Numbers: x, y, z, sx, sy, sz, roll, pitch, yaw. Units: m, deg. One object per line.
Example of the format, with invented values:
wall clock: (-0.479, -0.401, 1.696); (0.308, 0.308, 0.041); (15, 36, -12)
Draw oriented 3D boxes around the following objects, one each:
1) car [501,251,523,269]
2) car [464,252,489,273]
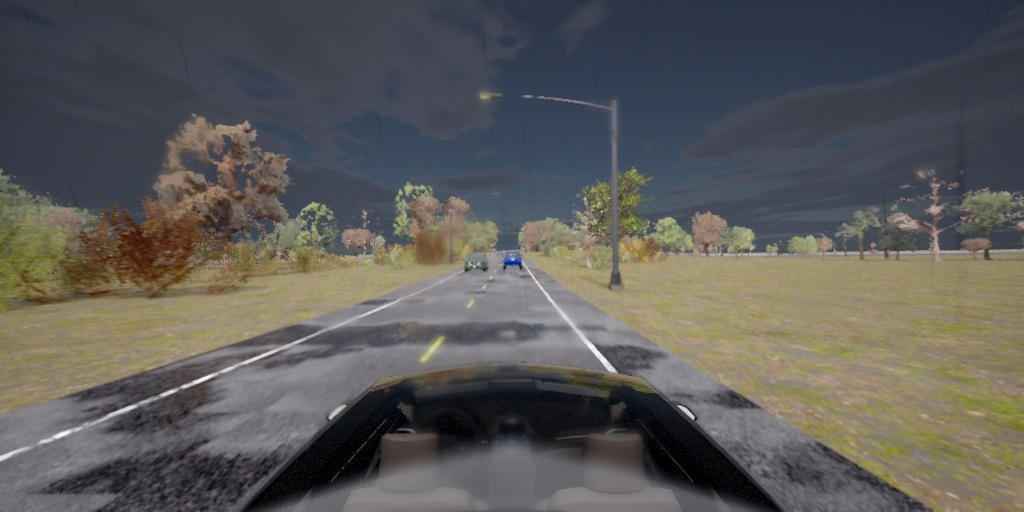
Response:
car: (0.094, 0.437, 42.708); (2.150, 2.045, 5.566); (-1, 1, 0)
car: (-3.593, 0.619, 37.004); (2.150, 2.045, 5.566); (-1, 1, 0)
